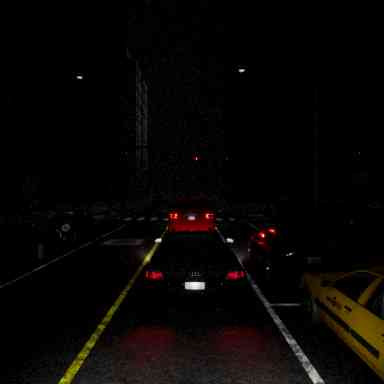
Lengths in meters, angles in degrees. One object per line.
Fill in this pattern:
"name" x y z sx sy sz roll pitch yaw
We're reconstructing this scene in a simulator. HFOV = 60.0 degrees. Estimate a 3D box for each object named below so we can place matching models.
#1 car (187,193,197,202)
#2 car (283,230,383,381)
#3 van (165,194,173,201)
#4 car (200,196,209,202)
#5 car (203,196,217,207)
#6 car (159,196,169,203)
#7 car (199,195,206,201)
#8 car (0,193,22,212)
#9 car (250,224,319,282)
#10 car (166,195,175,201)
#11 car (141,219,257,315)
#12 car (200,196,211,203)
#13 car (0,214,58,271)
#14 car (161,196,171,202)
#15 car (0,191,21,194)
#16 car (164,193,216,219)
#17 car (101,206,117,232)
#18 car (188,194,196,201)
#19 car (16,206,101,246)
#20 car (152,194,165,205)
"car" -0.052 1.251 78.353 2.150 2.045 5.566 0 0 0
"car" 2.758 1.525 4.257 1.752 1.417 4.829 0 0 0
"van" -5.820 1.371 85.046 1.690 1.788 3.998 0 0 0
"car" 2.713 1.568 74.177 1.887 1.381 4.507 0 0 0
"car" 2.727 1.452 52.426 1.967 1.590 4.097 0 0 0
"car" -5.809 1.602 68.733 1.802 1.307 4.206 0 0 0
"car" 2.705 1.556 85.222 1.752 1.417 4.829 0 0 0
"car" -17.940 1.171 31.902 4.902 1.511 2.128 1 0 0
"car" 2.755 1.566 9.544 1.947 1.339 4.313 0 0 0
"car" -5.823 1.585 90.484 2.008 1.369 4.403 0 0 0
"car" 0.054 1.564 7.670 1.994 1.385 4.181 0 0 0
"car" 2.716 1.570 68.739 2.008 1.369 4.403 0 0 0
"car" -5.770 1.545 9.537 1.887 1.381 4.507 0 0 0
"car" -5.812 1.548 74.001 1.752 1.417 4.829 0 0 0
"car" -19.413 0.871 35.097 5.566 2.045 2.150 1 0 0
"car" -0.008 1.222 17.091 2.150 2.045 5.566 0 0 0
"car" -5.777 1.527 20.280 1.752 1.417 4.829 0 0 0
"car" -0.059 1.388 88.968 2.097 1.767 4.553 0 0 0
"car" -5.774 1.441 14.994 1.967 1.590 4.097 0 0 0
"car" -5.802 1.329 57.858 2.192 1.841 5.009 0 0 0
